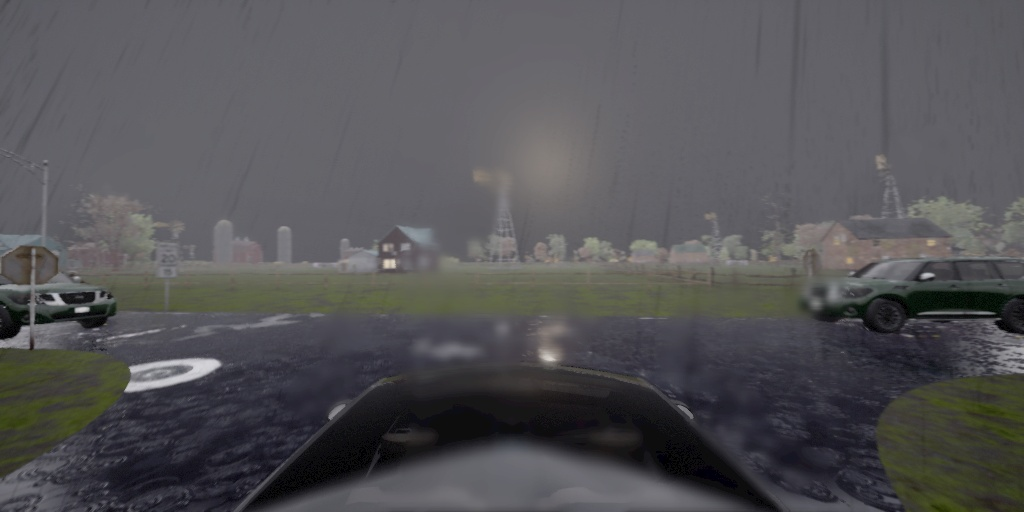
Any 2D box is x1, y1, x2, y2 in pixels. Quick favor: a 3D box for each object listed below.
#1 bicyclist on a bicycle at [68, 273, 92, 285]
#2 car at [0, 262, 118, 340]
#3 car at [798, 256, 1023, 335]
[{"bbox_3d":[-20.785,1.620,17.110,0.582,1.620,1.656,-1,0,6],"label":"bicyclist on a bicycle"},{"bbox_3d":[-14.821,1.183,10.432,5.566,2.045,2.150,-1,-2,7],"label":"car"},{"bbox_3d":[11.622,1.035,10.312,5.566,2.045,2.150,0,-2,3],"label":"car"}]
